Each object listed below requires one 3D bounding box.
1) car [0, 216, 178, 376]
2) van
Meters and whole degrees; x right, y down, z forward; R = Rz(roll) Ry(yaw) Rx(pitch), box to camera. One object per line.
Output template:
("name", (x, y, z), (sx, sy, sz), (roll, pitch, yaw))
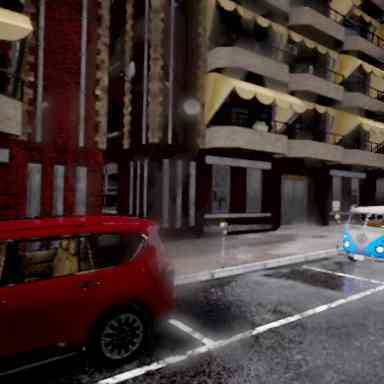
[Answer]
("car", (-2.524, 1.316, 4.267), (5.009, 1.841, 2.192), (0, 2, -35))
("van", (6.476, 1.349, 10.694), (3.998, 1.788, 1.690), (0, 1, -35))
